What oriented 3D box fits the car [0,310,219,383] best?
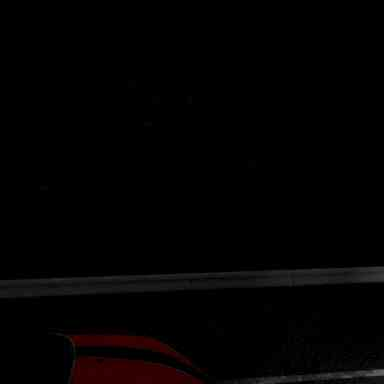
[{"bbox_3d":[-1.841,1.352,1.676,4.553,1.767,2.097,0,0,-7],"label":"car"}]
